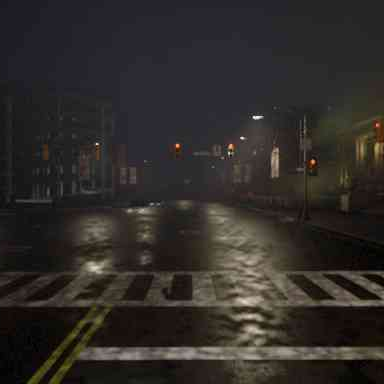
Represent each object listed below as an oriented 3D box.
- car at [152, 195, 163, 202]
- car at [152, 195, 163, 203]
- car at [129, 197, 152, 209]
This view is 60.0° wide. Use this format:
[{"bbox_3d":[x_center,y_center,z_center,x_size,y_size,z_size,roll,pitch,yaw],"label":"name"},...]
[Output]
[{"bbox_3d":[-8.009,1.403,76.694,1.882,1.535,5.008,0,0,-14],"label":"car"},{"bbox_3d":[-6.981,1.483,65.426,2.033,1.411,5.357,0,0,1],"label":"car"},{"bbox_3d":[-7.261,1.433,45.734,1.882,1.535,5.008,0,0,4],"label":"car"}]
